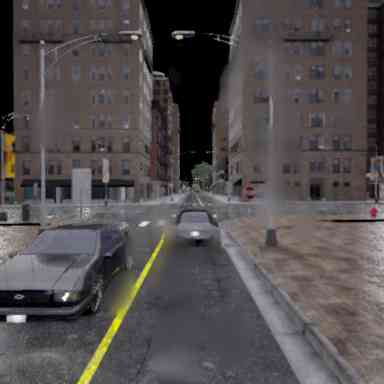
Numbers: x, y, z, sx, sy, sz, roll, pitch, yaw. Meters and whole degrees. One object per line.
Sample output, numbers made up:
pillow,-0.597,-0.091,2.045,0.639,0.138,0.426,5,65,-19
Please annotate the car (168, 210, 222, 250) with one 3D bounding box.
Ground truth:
car,0.104,1.399,13.568,1.994,1.385,4.181,0,1,0

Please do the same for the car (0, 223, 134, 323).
car,-2.575,1.455,7.567,2.033,1.411,5.357,0,1,0
